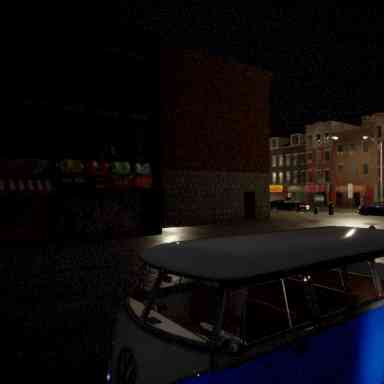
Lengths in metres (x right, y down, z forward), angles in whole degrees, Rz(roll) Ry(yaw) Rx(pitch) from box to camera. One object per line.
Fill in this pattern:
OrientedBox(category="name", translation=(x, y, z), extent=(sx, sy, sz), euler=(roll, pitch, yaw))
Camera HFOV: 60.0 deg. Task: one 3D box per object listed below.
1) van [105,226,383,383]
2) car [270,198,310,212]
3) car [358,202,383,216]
OrientedBox(category="van", translation=(1.096, 1.341, 3.603), extent=(3.998, 1.788, 1.690), euler=(0, 0, -36))
OrientedBox(category="car", translation=(11.133, 1.490, 38.032), extent=(2.128, 1.511, 4.902), euler=(0, 0, -35))
OrientedBox(category="car", translation=(17.143, 1.571, 29.593), extent=(1.994, 1.385, 4.181), euler=(0, 0, -35))
